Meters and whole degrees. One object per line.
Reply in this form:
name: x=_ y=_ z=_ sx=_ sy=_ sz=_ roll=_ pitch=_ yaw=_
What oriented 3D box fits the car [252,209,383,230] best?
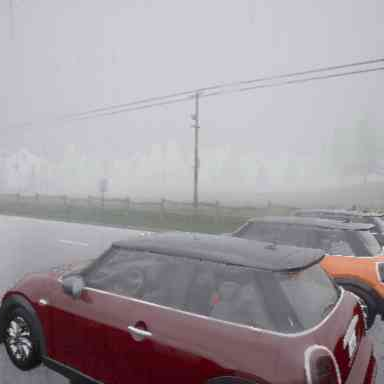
car: x=1.696 y=1.297 z=6.938 sx=4.553 sy=1.767 sz=2.097 roll=1 pitch=1 yaw=34

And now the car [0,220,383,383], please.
car: x=-0.357 y=1.300 z=4.100 sx=4.553 sy=1.767 sz=2.097 roll=1 pitch=1 yaw=34
